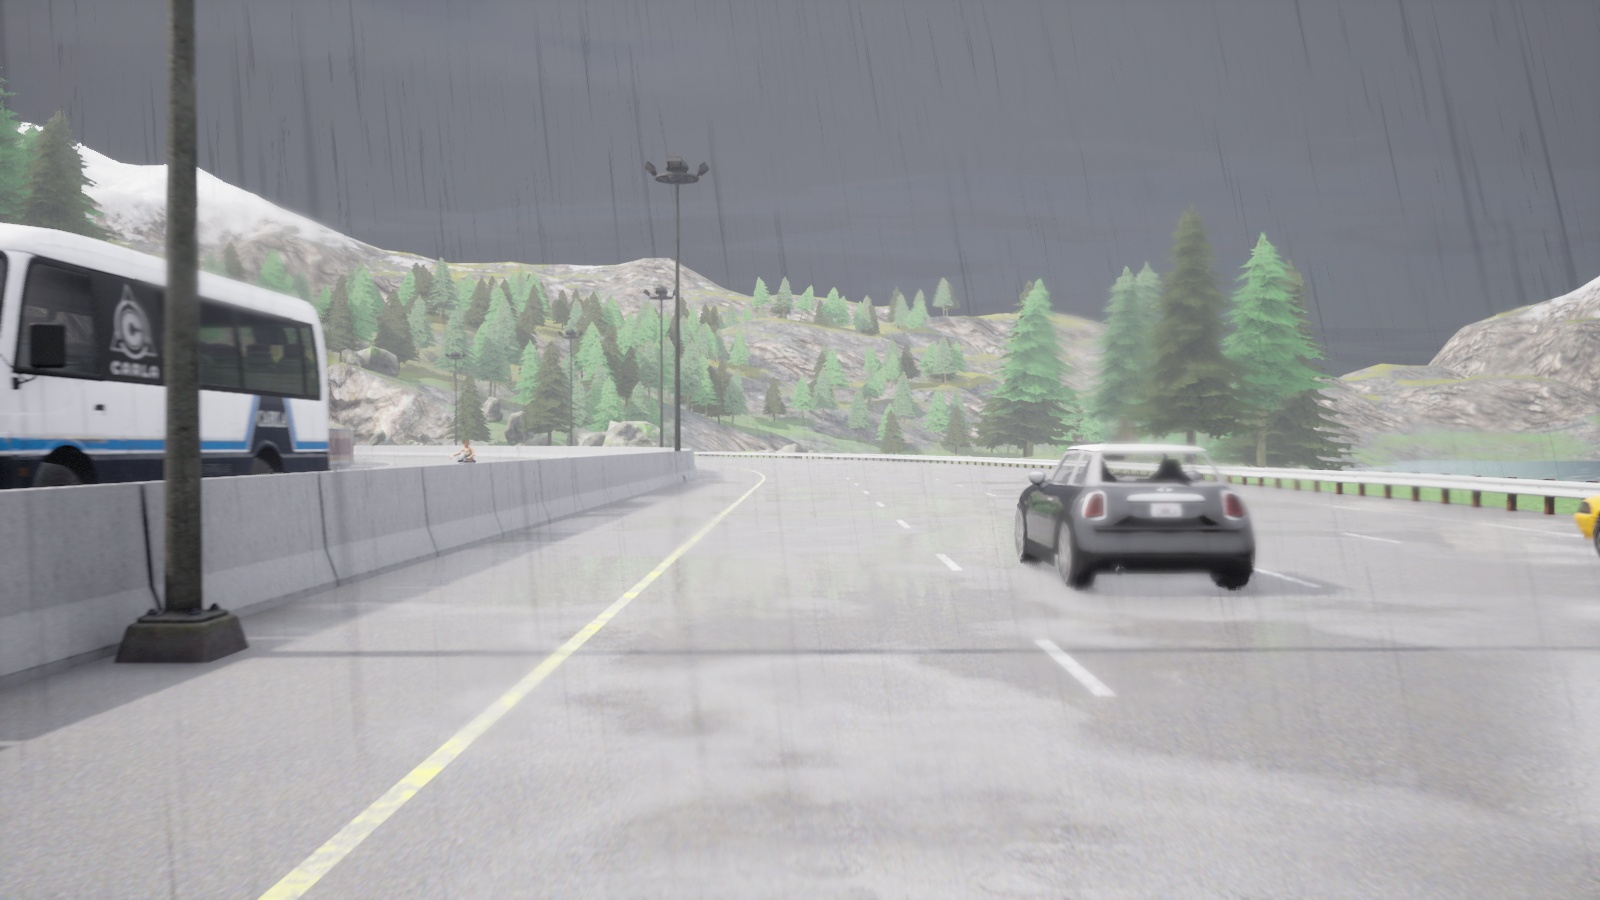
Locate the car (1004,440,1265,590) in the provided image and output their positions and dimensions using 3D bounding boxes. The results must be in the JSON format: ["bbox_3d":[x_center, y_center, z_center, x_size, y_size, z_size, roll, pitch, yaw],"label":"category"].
[{"bbox_3d":[3.597,0.633,14.258,1.970,1.475,3.806,0,0,0],"label":"car"}]

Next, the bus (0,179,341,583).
[{"bbox_3d":[-10.382,-0.741,17.795,3.944,4.253,10.273,0,0,0],"label":"bus"}]

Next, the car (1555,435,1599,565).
[{"bbox_3d":[10.592,0.615,13.454,1.801,1.575,5.366,0,0,0],"label":"car"}]
